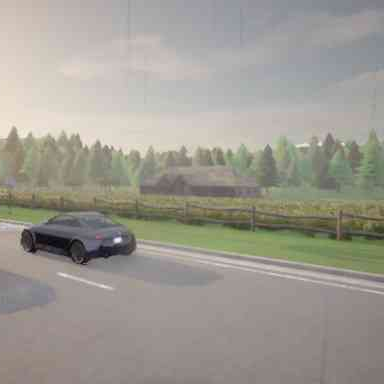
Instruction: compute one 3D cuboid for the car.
[{"bbox_3d":[-3.808,1.340,10.968,4.181,1.385,1.994,2,1,36],"label":"car"}]
